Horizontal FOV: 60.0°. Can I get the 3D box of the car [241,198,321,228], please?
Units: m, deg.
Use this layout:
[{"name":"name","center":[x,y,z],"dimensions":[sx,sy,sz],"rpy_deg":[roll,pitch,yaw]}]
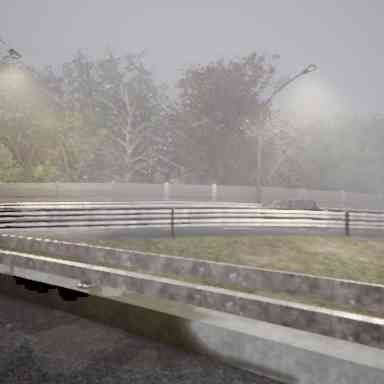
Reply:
[{"name":"car","center":[6.227,1.474,23.251],"dimensions":[5.566,2.045,2.150],"rpy_deg":[1,0,-14]}]
